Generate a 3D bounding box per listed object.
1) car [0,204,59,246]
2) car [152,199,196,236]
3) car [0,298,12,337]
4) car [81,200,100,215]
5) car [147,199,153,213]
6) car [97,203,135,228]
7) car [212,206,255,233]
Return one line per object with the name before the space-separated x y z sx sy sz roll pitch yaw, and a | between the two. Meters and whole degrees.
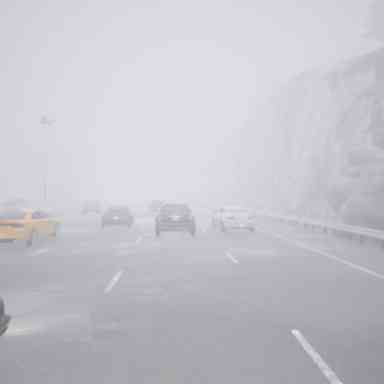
car | -7.709 1.506 15.387 1.882 1.535 5.008 0 0 -5
car | -1.036 1.368 18.806 2.097 1.767 4.553 0 0 -6
car | -3.473 1.557 2.296 2.033 1.411 5.357 0 0 -1
car | -10.536 1.596 35.188 2.033 1.411 5.357 0 0 -11
car | -3.928 1.541 37.620 1.837 1.490 4.892 0 0 -11
car | -5.004 1.591 22.768 1.994 1.385 4.181 0 0 -7
car | 2.388 1.535 19.847 1.812 1.442 4.674 0 0 -6
